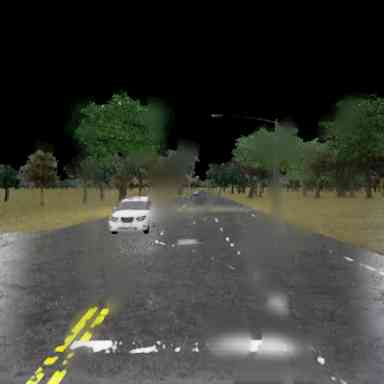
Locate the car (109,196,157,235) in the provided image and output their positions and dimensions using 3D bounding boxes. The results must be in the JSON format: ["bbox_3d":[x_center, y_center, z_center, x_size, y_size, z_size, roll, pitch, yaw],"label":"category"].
[{"bbox_3d":[-3.477,1.380,20.675,2.150,2.045,5.566,-2,2,1],"label":"car"}]
